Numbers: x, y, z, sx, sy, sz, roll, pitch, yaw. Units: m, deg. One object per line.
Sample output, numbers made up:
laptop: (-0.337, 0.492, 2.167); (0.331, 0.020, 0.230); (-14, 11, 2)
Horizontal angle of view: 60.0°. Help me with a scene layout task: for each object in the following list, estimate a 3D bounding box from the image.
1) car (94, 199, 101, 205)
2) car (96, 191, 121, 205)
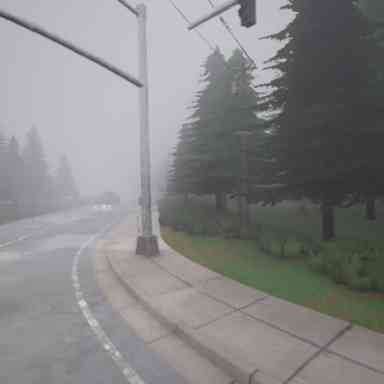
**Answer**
car: (-13.935, 1.259, 51.784); (2.033, 1.411, 5.357); (-2, 0, -5)
car: (-12.408, 0.816, 51.458); (2.128, 1.511, 4.902); (43, 3, 6)
